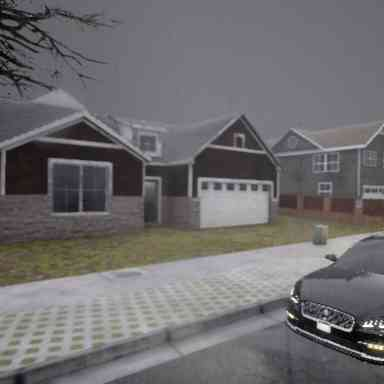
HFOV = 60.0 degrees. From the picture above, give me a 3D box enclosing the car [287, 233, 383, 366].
[{"bbox_3d":[3.665,1.496,5.638,4.892,1.490,1.837,1,0,-35],"label":"car"}]
